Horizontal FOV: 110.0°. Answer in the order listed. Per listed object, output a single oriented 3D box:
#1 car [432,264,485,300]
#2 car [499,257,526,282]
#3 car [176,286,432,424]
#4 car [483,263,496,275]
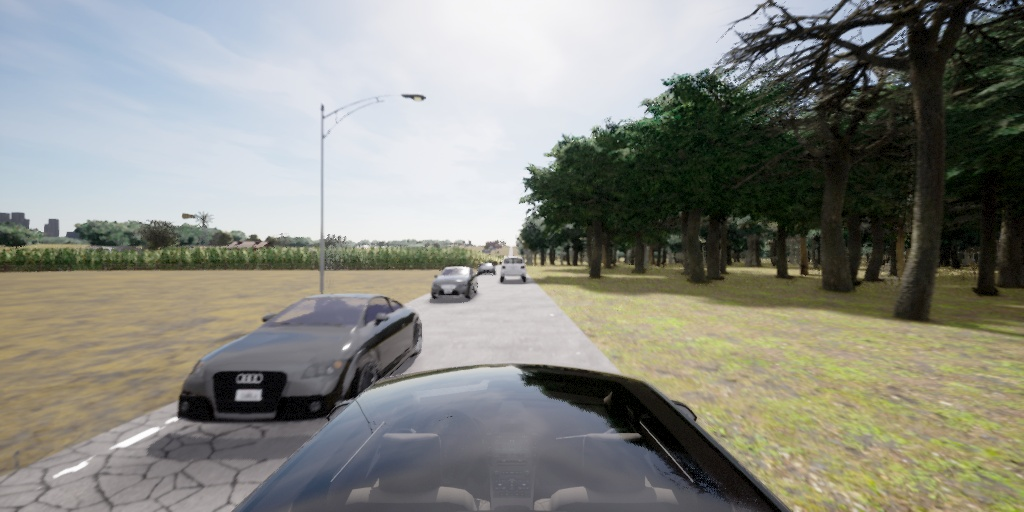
[{"bbox_3d":[-2.817,1.309,18.398,2.128,1.511,4.902,0,0,0],"label":"car"},{"bbox_3d":[0.091,1.101,31.298,2.150,2.045,5.566,0,-1,0],"label":"car"},{"bbox_3d":[-2.845,1.329,5.872,1.994,1.385,4.181,0,0,0],"label":"car"},{"bbox_3d":[-2.856,1.513,41.658,1.994,1.385,4.181,0,0,0],"label":"car"}]
